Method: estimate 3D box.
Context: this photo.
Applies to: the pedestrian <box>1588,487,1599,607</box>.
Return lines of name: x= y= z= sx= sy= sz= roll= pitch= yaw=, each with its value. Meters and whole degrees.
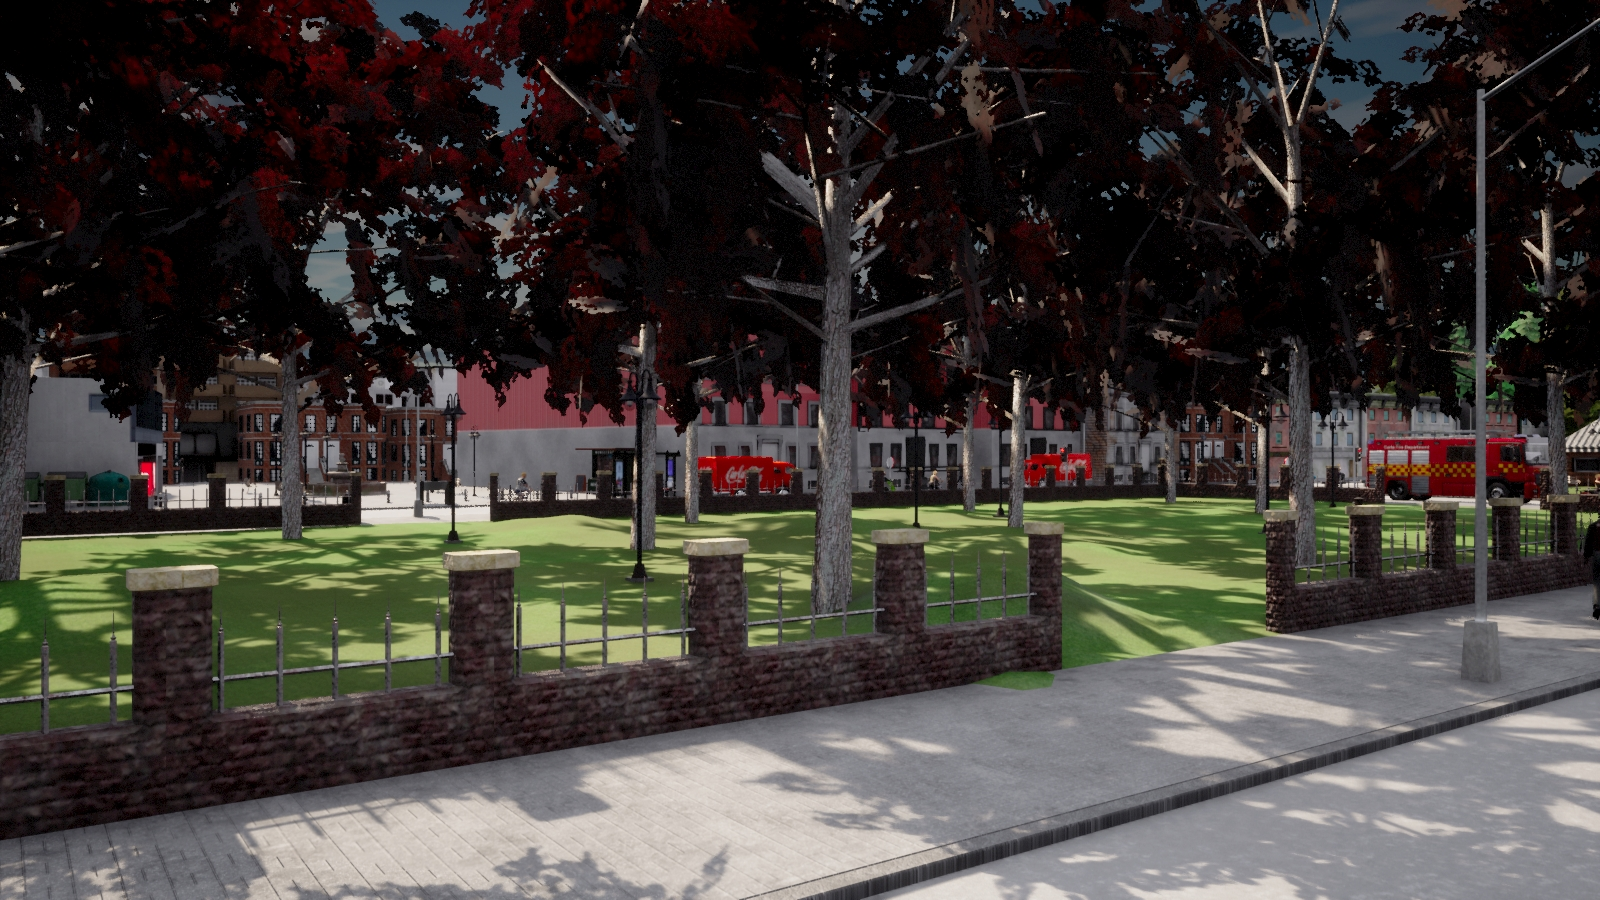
pedestrian: x=12.646 y=1.516 z=17.954 sx=0.375 sy=1.860 sz=0.375 roll=0 pitch=0 yaw=-43

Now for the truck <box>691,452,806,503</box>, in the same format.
truck: x=-2.582 y=1.335 z=57.891 sx=5.204 sy=2.467 sz=2.627 roll=0 pitch=0 yaw=-35

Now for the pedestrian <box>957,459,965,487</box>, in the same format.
pedestrian: x=10.529 y=1.505 z=74.757 sx=0.375 sy=1.860 sz=0.375 roll=0 pitch=0 yaw=-18

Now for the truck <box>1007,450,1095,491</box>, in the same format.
truck: x=16.723 y=1.295 z=76.175 sx=5.204 sy=2.467 sz=2.627 roll=-2 pitch=1 yaw=-27

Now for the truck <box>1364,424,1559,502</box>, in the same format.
truck: x=34.631 y=0.645 z=60.204 sx=2.891 sy=3.827 sz=8.468 roll=0 pitch=0 yaw=-34
